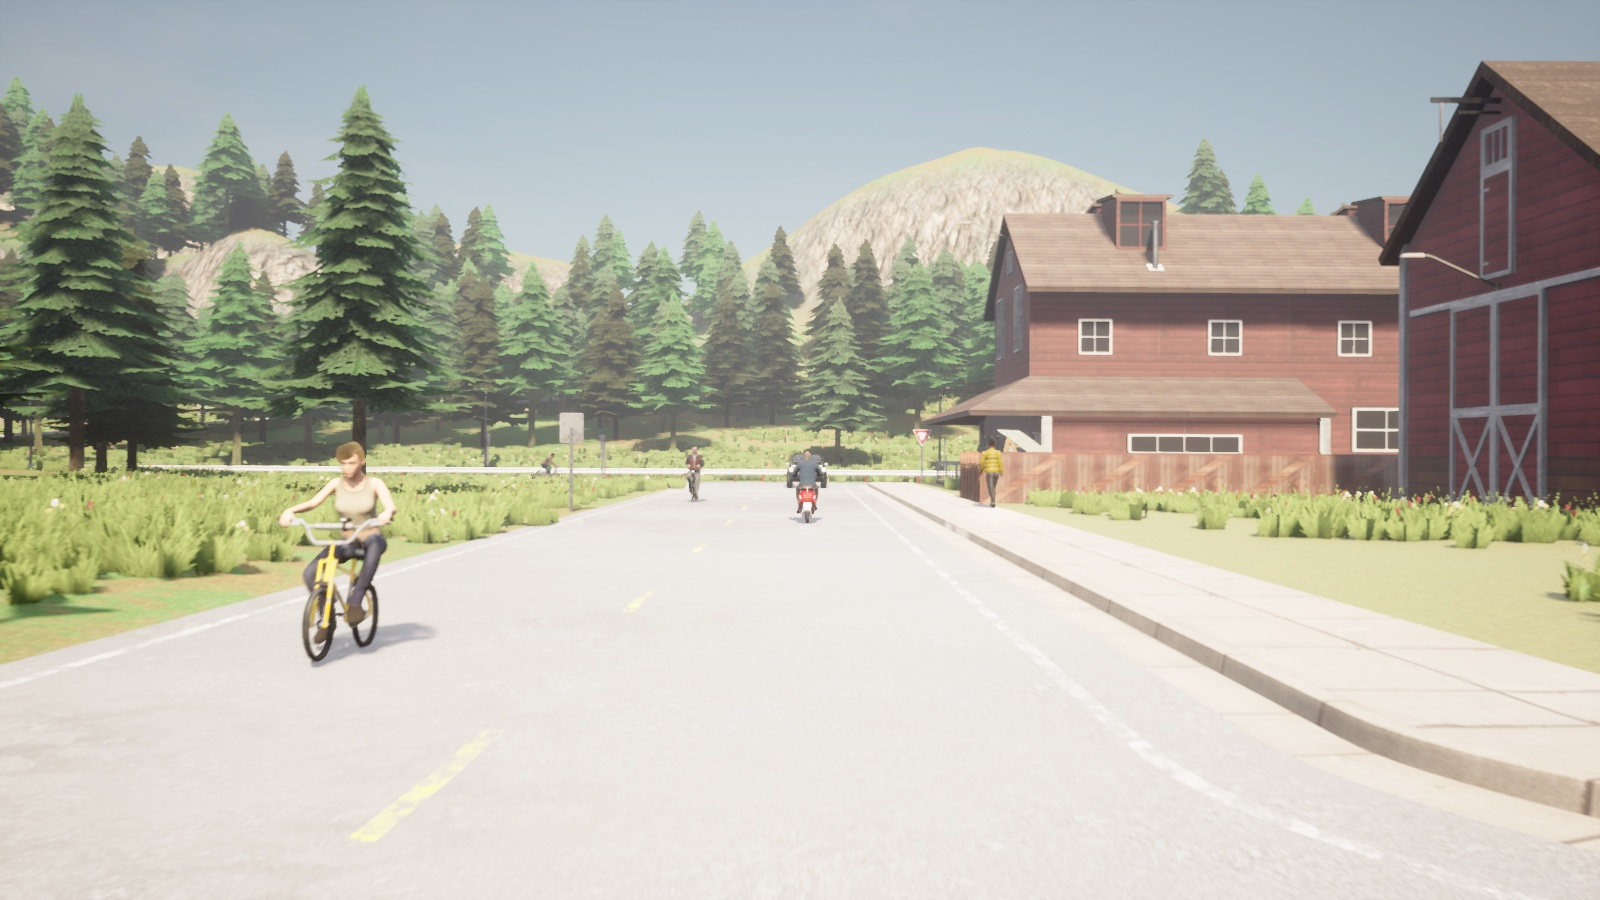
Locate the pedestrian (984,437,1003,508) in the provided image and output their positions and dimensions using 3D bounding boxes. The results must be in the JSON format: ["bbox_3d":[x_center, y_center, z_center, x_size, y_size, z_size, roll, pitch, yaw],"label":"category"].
[{"bbox_3d":[5.032,0.585,32.719,0.431,1.840,0.709,0,0,4],"label":"pedestrian"}]

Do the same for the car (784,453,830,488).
[{"bbox_3d":[0.310,0.905,57.626,2.007,1.525,4.514,0,0,0],"label":"car"}]

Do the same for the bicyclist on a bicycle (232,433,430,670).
[{"bbox_3d":[-3.437,0.729,9.367,0.866,1.612,1.509,1,-3,0],"label":"bicyclist on a bicycle"}]

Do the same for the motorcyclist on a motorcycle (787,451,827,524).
[{"bbox_3d":[0.165,0.831,28.442,0.866,1.590,1.817,0,0,0],"label":"motorcyclist on a motorcycle"}]
